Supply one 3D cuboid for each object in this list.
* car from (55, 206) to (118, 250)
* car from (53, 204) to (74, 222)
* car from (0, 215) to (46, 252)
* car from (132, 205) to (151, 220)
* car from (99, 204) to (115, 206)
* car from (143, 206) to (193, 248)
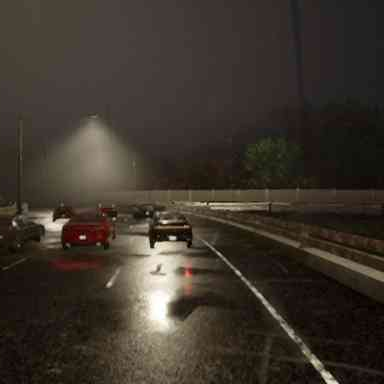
[{"bbox_3d":[-4.612,1.633,15.379,1.882,1.535,5.008,0,0,-8],"label":"car"},{"bbox_3d":[-11.273,1.825,29.698,1.812,1.442,4.674,0,0,-17],"label":"car"},{"bbox_3d":[-7.999,1.694,14.415,2.033,1.411,5.357,0,-1,-8],"label":"car"},{"bbox_3d":[-4.511,1.879,31.525,1.994,1.385,4.181,0,-1,-16],"label":"car"},{"bbox_3d":[-7.882,1.799,30.579,2.128,1.511,4.902,0,0,-16],"label":"car"},{"bbox_3d":[-1.113,1.649,15.662,2.128,1.511,4.902,0,0,-8],"label":"car"}]
